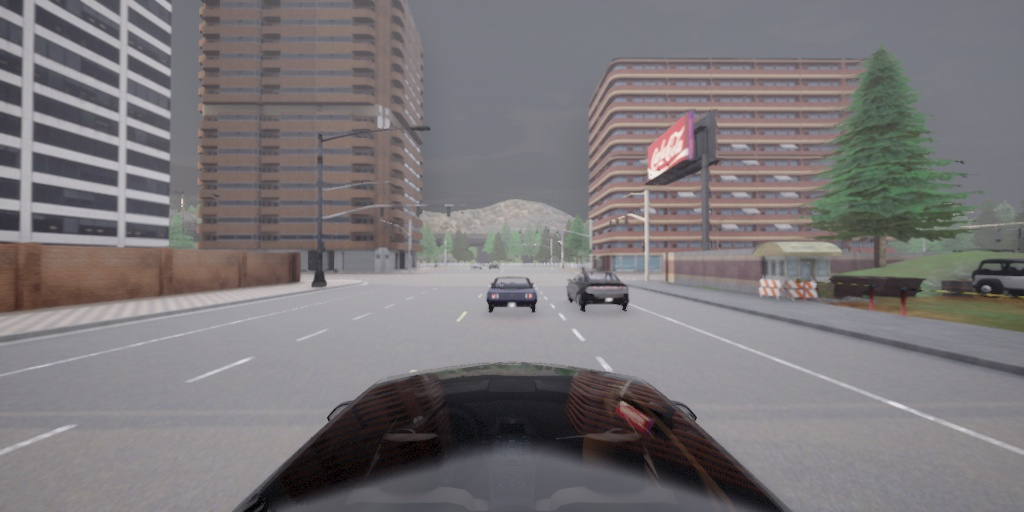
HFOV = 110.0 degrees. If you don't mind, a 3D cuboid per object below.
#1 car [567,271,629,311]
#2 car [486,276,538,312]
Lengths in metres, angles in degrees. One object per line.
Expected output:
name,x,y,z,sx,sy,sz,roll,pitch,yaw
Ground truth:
car,3.513,1.391,15.342,2.128,1.511,4.902,0,0,0
car,0.010,1.496,15.080,1.895,1.301,4.718,0,-1,0
